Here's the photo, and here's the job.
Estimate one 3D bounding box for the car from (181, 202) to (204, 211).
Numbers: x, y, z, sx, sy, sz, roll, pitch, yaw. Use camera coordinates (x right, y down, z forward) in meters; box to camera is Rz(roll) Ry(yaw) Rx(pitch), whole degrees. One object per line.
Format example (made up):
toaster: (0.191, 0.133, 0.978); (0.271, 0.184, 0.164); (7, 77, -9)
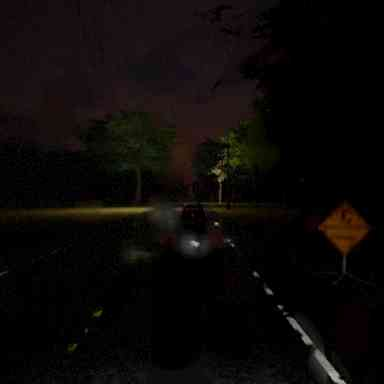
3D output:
car: (0.073, 1.661, 29.598); (2.128, 1.511, 4.902); (0, -1, 0)

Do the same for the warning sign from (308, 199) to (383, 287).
warning sign: (3.561, 1.123, 7.773); (1.300, 1.860, 1.060); (1, 1, 0)

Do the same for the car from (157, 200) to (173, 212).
car: (-3.605, 1.883, 44.408); (1.837, 1.490, 4.892); (0, -1, 0)

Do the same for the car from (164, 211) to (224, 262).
car: (0.072, 1.590, 12.284); (1.994, 1.385, 4.181); (0, 0, 0)
